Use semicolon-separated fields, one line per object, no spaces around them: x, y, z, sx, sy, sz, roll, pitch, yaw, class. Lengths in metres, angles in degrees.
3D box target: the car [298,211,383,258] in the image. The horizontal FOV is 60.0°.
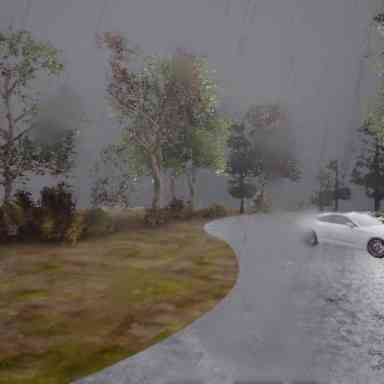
6.251;1.506;12.965;1.812;1.442;4.674;0;0;-29;car
